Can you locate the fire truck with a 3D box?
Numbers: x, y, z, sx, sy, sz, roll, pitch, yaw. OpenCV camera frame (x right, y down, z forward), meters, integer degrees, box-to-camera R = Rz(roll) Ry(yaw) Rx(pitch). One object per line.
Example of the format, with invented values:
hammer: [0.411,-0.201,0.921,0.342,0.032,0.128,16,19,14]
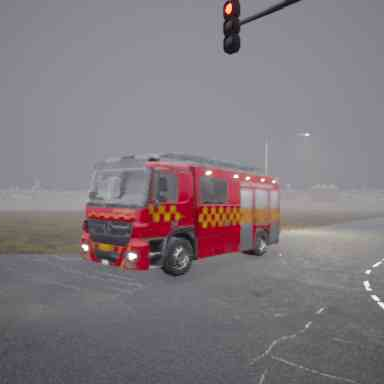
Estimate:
fire truck: [0.275,0.673,12.656,2.891,3.827,8.468,0,-2,40]
